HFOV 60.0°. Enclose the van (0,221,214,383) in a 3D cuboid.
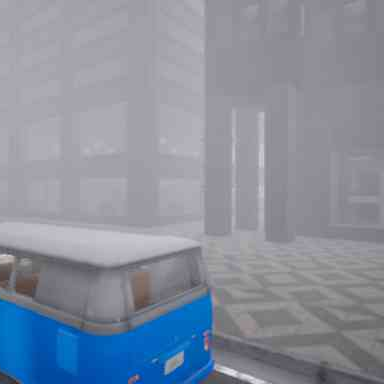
[{"bbox_3d":[-1.670,1.335,4.152,3.998,1.788,1.690,0,0,36],"label":"van"}]
